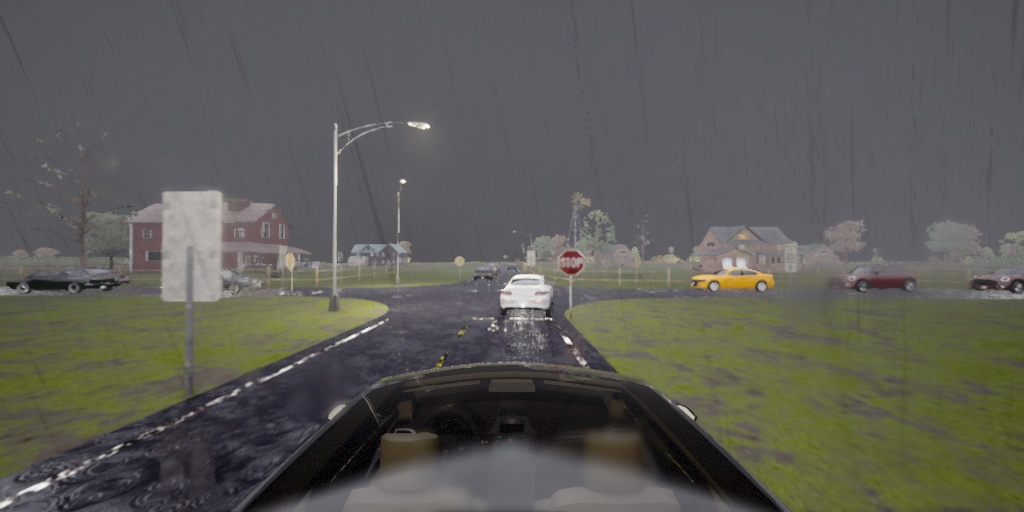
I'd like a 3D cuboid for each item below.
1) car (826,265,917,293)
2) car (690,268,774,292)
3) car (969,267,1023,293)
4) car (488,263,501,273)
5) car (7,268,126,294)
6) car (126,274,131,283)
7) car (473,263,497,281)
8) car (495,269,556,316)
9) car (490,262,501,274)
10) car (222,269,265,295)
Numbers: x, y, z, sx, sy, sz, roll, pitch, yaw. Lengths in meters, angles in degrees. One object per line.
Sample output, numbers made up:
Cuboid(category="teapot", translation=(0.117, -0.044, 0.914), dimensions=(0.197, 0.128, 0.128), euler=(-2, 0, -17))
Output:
Cuboid(category="car", translation=(23.757, 1.460, 23.845), dimensions=(4.553, 1.767, 2.097), euler=(0, -1, 0))
Cuboid(category="car", translation=(14.581, 1.552, 23.901), dimensions=(5.008, 1.535, 1.882), euler=(0, -1, 0))
Cuboid(category="car", translation=(33.509, 1.501, 23.770), dimensions=(4.553, 1.767, 2.097), euler=(0, -1, 0))
Cuboid(category="car", translation=(-2.882, 1.971, 60.436), dimensions=(1.837, 1.490, 4.892), euler=(0, -1, 0))
Cuboid(category="car", translation=(-26.361, 1.521, 21.218), dimensions=(4.718, 1.301, 1.895), euler=(0, -1, 0))
Cuboid(category="car", translation=(-29.081, 1.491, 24.171), dimensions=(5.357, 1.411, 2.033), euler=(0, -1, 0))
Cuboid(category="car", translation=(-2.864, 1.731, 36.882), dimensions=(2.033, 1.411, 5.357), euler=(0, -1, -1))
Cuboid(category="car", translation=(0.718, 1.432, 14.270), dimensions=(1.812, 1.442, 4.674), euler=(0, -1, 9))
Cuboid(category="car", translation=(-2.895, 1.656, 46.875), dimensions=(2.097, 1.767, 4.553), euler=(0, -1, 0))
Cuboid(category="car", translation=(-17.244, 1.470, 21.167), dimensions=(4.674, 1.442, 1.812), euler=(0, -1, 0))
